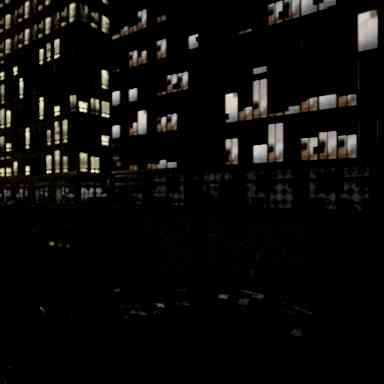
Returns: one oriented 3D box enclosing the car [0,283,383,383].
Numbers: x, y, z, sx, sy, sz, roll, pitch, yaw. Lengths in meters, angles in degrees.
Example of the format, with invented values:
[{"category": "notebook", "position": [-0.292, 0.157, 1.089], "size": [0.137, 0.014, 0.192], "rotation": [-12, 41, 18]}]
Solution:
[{"category": "car", "position": [-0.243, 1.575, 3.046], "size": [4.313, 1.339, 1.947], "rotation": [0, 0, 36]}]
